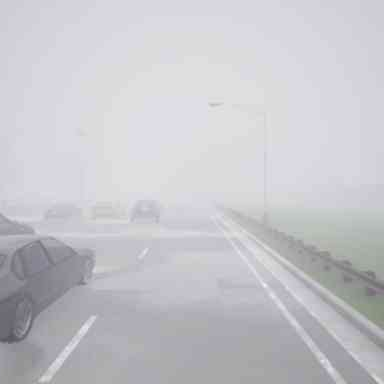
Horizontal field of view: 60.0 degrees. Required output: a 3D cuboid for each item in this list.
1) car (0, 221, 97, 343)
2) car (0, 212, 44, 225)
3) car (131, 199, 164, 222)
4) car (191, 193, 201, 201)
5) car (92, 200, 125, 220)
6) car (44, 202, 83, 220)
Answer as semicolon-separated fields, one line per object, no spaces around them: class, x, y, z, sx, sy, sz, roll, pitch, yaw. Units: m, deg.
car;-3.419;1.536;6.335;2.033;1.411;5.357;0;0;0
car;-6.912;1.333;10.673;2.097;1.767;4.553;0;0;0
car;-3.417;1.303;26.154;2.097;1.767;4.553;0;0;0
car;1.196;1.328;81.586;1.882;1.535;5.008;0;0;0
car;-6.915;1.426;27.974;1.882;1.535;5.008;0;0;0
car;-10.416;1.513;27.227;1.994;1.385;4.181;0;0;0
